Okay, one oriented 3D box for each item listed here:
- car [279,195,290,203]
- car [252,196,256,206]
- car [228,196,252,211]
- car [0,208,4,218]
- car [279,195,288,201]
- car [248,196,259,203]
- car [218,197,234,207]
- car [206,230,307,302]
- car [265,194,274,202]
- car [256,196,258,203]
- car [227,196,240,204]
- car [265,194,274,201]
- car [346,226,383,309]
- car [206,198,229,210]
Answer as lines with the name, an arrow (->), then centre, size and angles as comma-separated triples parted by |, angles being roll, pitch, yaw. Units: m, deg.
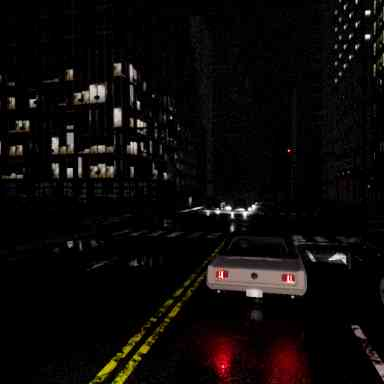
car -> 19.520, 1.474, 69.640 | 2.033, 1.411, 5.357 | 0, 0, 13
car -> 8.043, 1.460, 49.739 | 2.128, 1.511, 4.902 | 0, 0, 13
car -> 5.918, 1.503, 40.739 | 1.812, 1.442, 4.674 | 0, 0, 13
car -> -17.310, 1.434, 26.693 | 4.313, 1.339, 1.947 | 1, 1, 14
car -> 21.920, 1.355, 79.808 | 1.895, 1.301, 4.718 | 0, 0, 13
car -> 12.863, 1.485, 69.737 | 2.033, 1.411, 5.357 | 0, 0, 13
car -> 5.485, 1.567, 53.048 | 1.895, 1.301, 4.718 | 0, 0, 13
car -> 1.709, 1.597, 8.353 | 1.895, 1.301, 4.718 | 0, 0, 14
car -> 16.459, 1.530, 70.823 | 1.895, 1.301, 4.718 | 0, 0, 13
car -> 10.386, 1.559, 59.544 | 1.895, 1.301, 4.718 | 0, 0, 14
car -> 7.923, 1.460, 63.175 | 1.837, 1.490, 4.892 | 0, 0, 14
car -> 18.750, 1.286, 80.526 | 2.128, 1.511, 4.902 | 0, 0, 13
car -> 4.838, 1.501, 7.449 | 1.837, 1.490, 4.892 | 0, 0, 13
car -> 3.151, 1.524, 43.182 | 2.033, 1.411, 5.357 | 0, 0, 13
